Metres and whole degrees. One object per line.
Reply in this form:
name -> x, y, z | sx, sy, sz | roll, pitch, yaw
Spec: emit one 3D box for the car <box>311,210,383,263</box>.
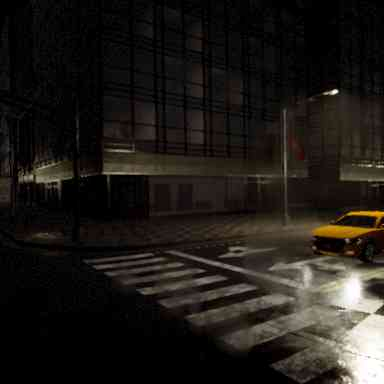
car -> 6.425, 1.476, 12.251 | 5.008, 1.535, 1.882 | 0, 0, -35
